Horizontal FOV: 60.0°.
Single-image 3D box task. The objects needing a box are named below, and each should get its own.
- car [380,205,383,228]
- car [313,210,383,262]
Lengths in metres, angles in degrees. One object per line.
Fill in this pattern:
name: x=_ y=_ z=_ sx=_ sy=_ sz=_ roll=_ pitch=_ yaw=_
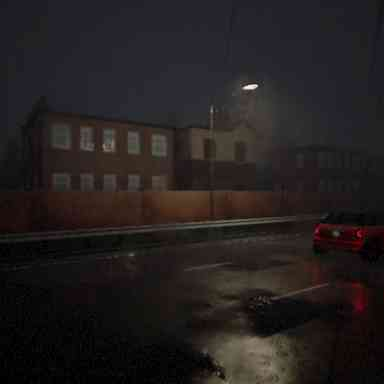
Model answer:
car: x=15.412 y=1.661 z=23.119 sx=4.902 sy=1.511 sz=2.128 roll=0 pitch=-1 yaw=-35
car: x=6.736 y=1.462 z=12.764 sx=4.553 sy=1.767 sz=2.097 roll=0 pitch=-1 yaw=-35
